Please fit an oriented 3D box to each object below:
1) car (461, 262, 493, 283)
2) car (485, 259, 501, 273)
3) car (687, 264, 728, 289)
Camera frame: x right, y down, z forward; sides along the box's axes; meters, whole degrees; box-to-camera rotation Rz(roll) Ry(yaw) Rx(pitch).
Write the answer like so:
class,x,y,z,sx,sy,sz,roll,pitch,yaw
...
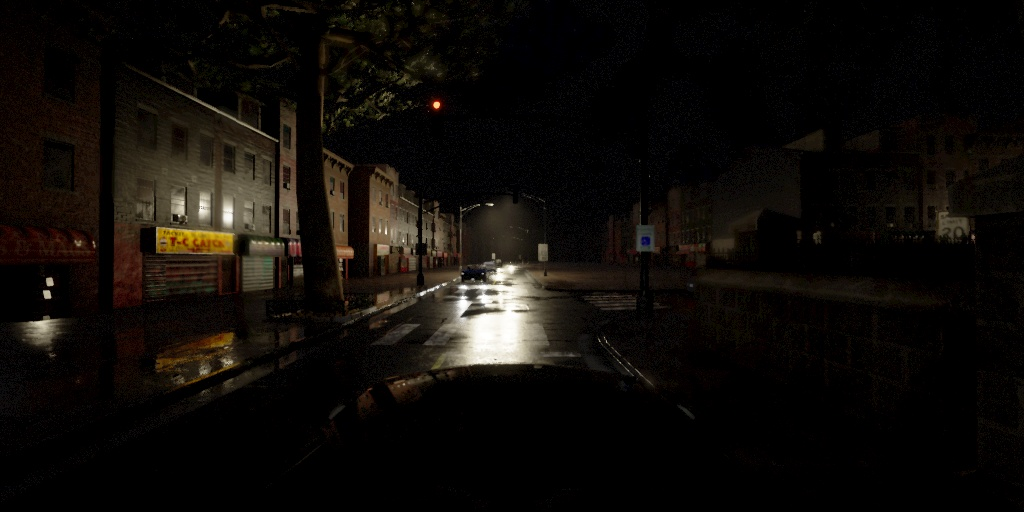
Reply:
class,x,y,z,sx,sy,sz,roll,pitch,yaw
car,-2.801,1.362,27.849,1.895,1.301,4.718,0,0,0
car,-2.771,1.328,43.915,2.033,1.411,5.357,0,0,0
car,10.322,1.089,16.001,4.674,1.442,1.812,-1,0,0
